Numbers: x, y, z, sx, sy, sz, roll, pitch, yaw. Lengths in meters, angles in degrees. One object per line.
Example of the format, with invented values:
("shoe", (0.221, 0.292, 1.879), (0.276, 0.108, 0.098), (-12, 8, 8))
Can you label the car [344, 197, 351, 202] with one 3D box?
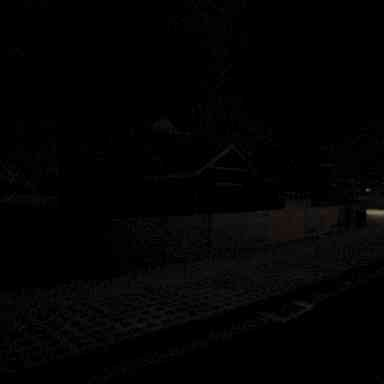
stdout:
("car", (31.495, 1.884, 67.632), (1.837, 1.490, 4.892), (0, 0, 4))

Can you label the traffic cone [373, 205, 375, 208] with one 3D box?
("traffic cone", (29.036, 2.252, 53.026), (0.340, 0.580, 0.340), (0, 0, 10))
